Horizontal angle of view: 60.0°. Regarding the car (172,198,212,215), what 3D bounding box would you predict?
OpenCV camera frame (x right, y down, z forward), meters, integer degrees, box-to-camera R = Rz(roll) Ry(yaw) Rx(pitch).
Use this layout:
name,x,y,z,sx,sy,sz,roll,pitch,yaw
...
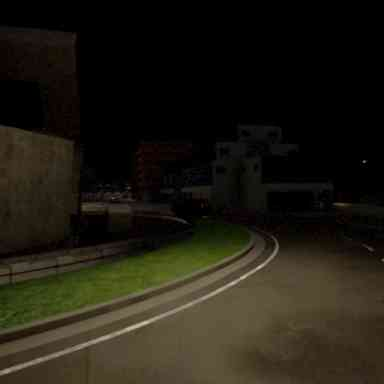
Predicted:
name,x,y,z,sx,sy,sz,roll,pitch,yaw
car,-0.083,1.531,36.498,4.553,1.767,2.097,-1,0,39

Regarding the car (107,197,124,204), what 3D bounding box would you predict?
name,x,y,z,sx,sy,sz,roll,pitch,yaw
car,-13.130,1.924,55.374,2.128,1.511,4.902,-1,0,-19
